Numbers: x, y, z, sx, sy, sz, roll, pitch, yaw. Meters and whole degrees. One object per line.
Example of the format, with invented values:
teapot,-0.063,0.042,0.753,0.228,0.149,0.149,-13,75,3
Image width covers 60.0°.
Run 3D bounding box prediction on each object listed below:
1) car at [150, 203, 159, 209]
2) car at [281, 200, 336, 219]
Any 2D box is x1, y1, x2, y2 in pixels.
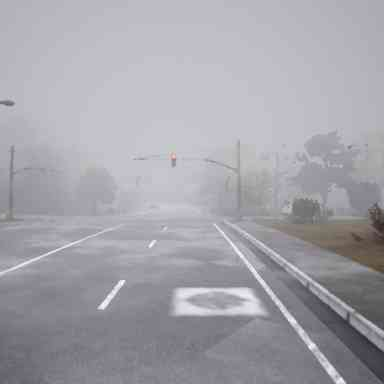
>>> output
car,-10.503,3.826,92.215,2.097,1.767,4.553,0,0,0
car,12.482,1.853,35.752,5.566,2.045,2.150,0,-3,-1
